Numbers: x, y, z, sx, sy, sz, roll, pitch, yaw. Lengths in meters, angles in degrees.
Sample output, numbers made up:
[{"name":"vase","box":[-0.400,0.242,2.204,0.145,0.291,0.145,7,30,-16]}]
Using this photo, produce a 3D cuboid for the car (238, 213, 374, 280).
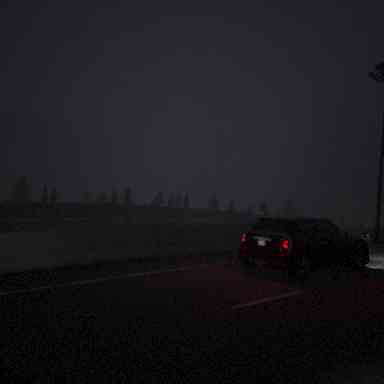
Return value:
[{"name":"car","box":[3.705,1.554,10.695,4.553,1.767,2.097,3,-2,-35]}]

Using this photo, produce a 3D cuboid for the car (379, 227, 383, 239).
[{"name":"car","box":[20.164,4.413,35.584,5.357,1.411,2.033,9,-5,-35]}]

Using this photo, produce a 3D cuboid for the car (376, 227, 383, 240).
[{"name":"car","box":[27.222,5.776,44.895,4.902,1.511,2.128,9,-5,-35]}]
